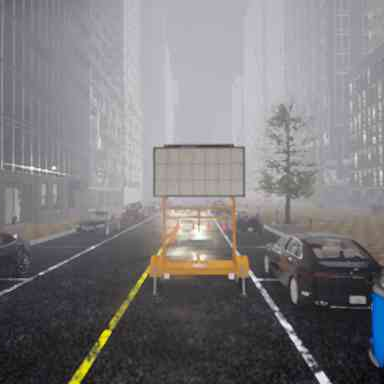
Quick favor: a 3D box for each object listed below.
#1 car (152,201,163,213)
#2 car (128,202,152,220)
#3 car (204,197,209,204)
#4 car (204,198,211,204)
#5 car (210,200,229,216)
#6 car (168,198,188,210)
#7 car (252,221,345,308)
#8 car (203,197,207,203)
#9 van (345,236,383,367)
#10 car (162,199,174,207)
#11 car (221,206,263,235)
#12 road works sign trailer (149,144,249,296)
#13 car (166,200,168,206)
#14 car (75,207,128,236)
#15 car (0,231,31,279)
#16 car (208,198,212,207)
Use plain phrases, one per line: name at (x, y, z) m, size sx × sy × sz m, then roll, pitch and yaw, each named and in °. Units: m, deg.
car at (-4.992, 1.933, 42.105) m, size 2.008 × 1.369 × 4.403 m, roll 0°, pitch 0°, yaw 1°
car at (-5.171, 1.723, 30.729) m, size 1.967 × 1.590 × 4.097 m, roll 0°, pitch 0°, yaw 1°
car at (3.657, 2.058, 59.014) m, size 2.008 × 1.369 × 4.403 m, roll 0°, pitch -1°, yaw 1°
car at (4.109, 2.291, 87.624) m, size 1.752 × 1.417 × 4.829 m, roll 0°, pitch -1°, yaw 1°
car at (3.297, 1.858, 36.262) m, size 2.008 × 1.369 × 4.403 m, roll 0°, pitch 0°, yaw 1°
car at (-2.168, 2.005, 51.529) m, size 2.033 × 1.411 × 5.357 m, roll 0°, pitch -1°, yaw 1°
car at (2.848, 1.611, 7.822) m, size 2.008 × 1.369 × 4.403 m, roll 0°, pitch 0°, yaw 1°
car at (3.926, 2.226, 76.077) m, size 1.947 × 1.339 × 4.313 m, roll 0°, pitch -1°, yaw 1°
van at (2.760, 1.353, 2.136) m, size 1.690 × 1.788 × 3.998 m, roll 0°, pitch 0°, yaw 1°
car at (-4.633, 2.128, 64.857) m, size 1.887 × 1.381 × 4.507 m, roll 0°, pitch -1°, yaw 1°
car at (3.028, 1.709, 19.198) m, size 2.008 × 1.369 × 4.403 m, roll 0°, pitch 0°, yaw 1°
road works sign trailer at (0.188, 0.541, 8.837) m, size 2.380 × 3.560 × 2.880 m, roll 0°, pitch 0°, yaw 1°
car at (-4.902, 1.977, 47.792) m, size 1.887 × 1.381 × 4.507 m, roll 0°, pitch 0°, yaw 1°
car at (-5.351, 1.735, 19.351) m, size 2.008 × 1.369 × 4.403 m, roll 0°, pitch 0°, yaw 1°
car at (-5.531, 1.652, 7.975) m, size 1.947 × 1.339 × 4.313 m, roll 0°, pitch 0°, yaw 1°
car at (3.387, 1.797, 41.950) m, size 1.967 × 1.590 × 4.097 m, roll 0°, pitch 0°, yaw 1°
